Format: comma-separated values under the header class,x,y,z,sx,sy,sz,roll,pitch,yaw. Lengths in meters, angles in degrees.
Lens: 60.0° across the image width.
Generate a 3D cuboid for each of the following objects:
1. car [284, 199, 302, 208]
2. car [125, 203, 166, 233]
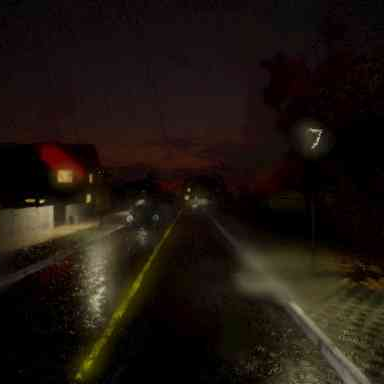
class,x,y,z,sx,sy,sz,roll,pitch,yaw
car,17.353,2.030,59.565,5.008,1.535,1.882,-1,-1,36
car,-2.843,1.550,21.236,2.097,1.767,4.553,0,-1,0
